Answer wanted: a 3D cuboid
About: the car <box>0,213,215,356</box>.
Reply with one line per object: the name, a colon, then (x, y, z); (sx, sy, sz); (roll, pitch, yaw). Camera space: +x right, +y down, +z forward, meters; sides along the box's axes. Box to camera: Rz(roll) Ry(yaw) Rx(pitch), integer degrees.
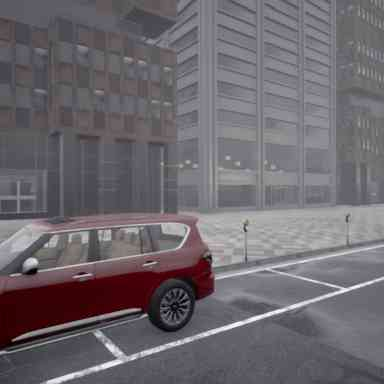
car: (-1.911, 1.315, 5.288); (5.009, 1.841, 2.192); (0, 0, -35)
